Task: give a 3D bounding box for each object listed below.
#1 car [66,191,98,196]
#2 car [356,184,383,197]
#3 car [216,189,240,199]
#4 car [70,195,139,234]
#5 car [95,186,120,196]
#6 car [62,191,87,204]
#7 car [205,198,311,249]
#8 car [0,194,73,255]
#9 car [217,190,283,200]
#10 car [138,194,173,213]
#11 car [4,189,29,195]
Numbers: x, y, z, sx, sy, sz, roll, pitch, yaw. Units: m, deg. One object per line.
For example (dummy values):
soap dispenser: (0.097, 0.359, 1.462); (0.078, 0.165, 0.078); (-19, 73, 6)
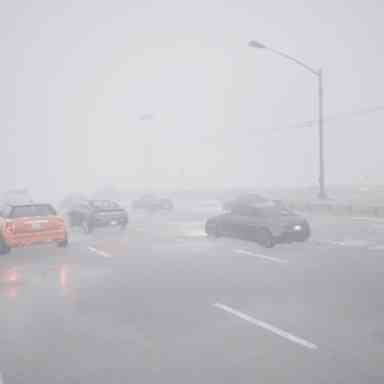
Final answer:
car: (-11.028, 0.937, 31.470); (2.033, 1.411, 5.357); (-3, 2, -35)
car: (21.956, -0.215, 39.290); (5.008, 1.535, 1.882); (-2, 2, -10)
car: (4.798, 0.350, 38.196); (4.181, 1.385, 1.994); (-1, 2, 7)
car: (-4.896, 1.134, 16.765); (2.128, 1.511, 4.902); (-3, 2, -35)
car: (-11.379, 0.267, 44.043); (2.150, 2.045, 5.566); (-3, 2, -35)
car: (-15.564, 0.684, 43.920); (1.812, 1.442, 4.674); (-3, 2, -35)
car: (2.322, 1.134, 12.636); (1.994, 1.385, 4.181); (-3, 2, -35)
car: (-6.444, 1.144, 12.891); (2.097, 1.767, 4.553); (-3, 2, -35)
car: (4.060, 0.779, 22.276); (1.812, 1.442, 4.674); (-3, 2, -35)
car: (-3.231, 0.851, 26.518); (1.812, 1.442, 4.674); (-3, 2, -35)
car: (-19.945, 0.661, 37.984); (2.150, 2.045, 5.566); (-3, 2, -35)
